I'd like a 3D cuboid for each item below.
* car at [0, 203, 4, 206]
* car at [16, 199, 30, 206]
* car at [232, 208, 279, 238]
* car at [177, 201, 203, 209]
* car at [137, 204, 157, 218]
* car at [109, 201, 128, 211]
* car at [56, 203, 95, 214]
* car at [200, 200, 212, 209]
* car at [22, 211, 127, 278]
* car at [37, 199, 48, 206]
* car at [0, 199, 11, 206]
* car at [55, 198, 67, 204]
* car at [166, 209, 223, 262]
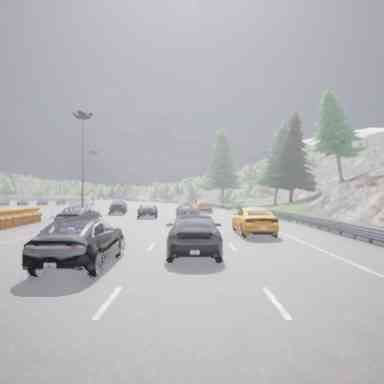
[{"bbox_3d":[-18.179,1.829,27.916,1.895,1.301,4.718,0,0,-5],"label":"car"},{"bbox_3d":[-33.341,2.064,65.773,2.033,1.411,5.357,0,0,-19],"label":"car"},{"bbox_3d":[3.482,1.633,18.909,1.882,1.535,5.008,0,0,-1],"label":"car"},{"bbox_3d":[-0.533,1.787,29.227,2.033,1.411,5.357,0,0,-4],"label":"car"},{"bbox_3d":[-4.469,1.877,33.726,1.895,1.301,4.718,0,0,-6],"label":"car"},{"bbox_3d":[-8.736,1.830,39.568,1.837,1.490,4.892,1,0,-8],"label":"car"},{"bbox_3d":[-7.085,1.666,21.133,2.128,1.511,4.902,0,0,-2],"label":"car"},{"bbox_3d":[1.291,1.833,43.378,1.882,1.535,5.008,0,0,-9],"label":"car"},{"bbox_3d":[-3.413,1.578,10.427,2.128,1.511,4.902,0,0,0],"label":"car"},{"bbox_3d":[-30.216,2.069,67.428,2.033,1.411,5.357,0,0,-19],"label":"car"},{"bbox_3d":[-36.606,2.060,64.511,2.033,1.411,5.357,0,0,-19],"label":"car"},{"bbox_3d":[-26.672,2.033,67.906,1.837,1.490,4.892,0,0,-19],"label":"car"},{"bbox_3d":[0.074,1.609,12.535,1.837,1.490,4.892,0,0,0],"label":"car"}]
